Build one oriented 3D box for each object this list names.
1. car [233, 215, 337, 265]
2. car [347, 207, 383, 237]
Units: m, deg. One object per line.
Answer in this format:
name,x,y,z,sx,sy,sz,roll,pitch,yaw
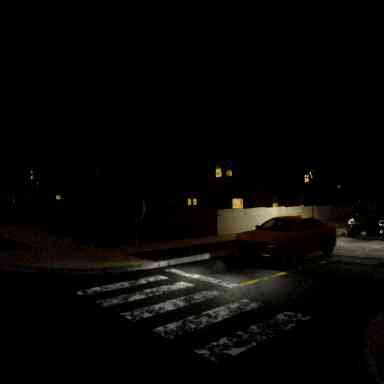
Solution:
car,3.666,1.666,12.682,5.008,1.535,1.882,1,-2,-42
car,10.720,1.637,19.102,4.553,1.767,2.097,1,-2,-42
